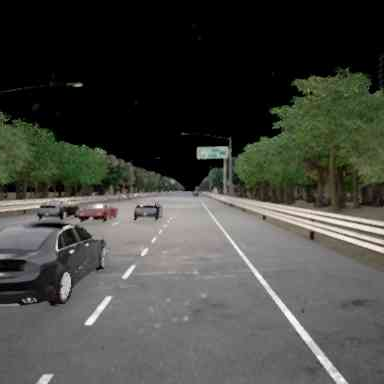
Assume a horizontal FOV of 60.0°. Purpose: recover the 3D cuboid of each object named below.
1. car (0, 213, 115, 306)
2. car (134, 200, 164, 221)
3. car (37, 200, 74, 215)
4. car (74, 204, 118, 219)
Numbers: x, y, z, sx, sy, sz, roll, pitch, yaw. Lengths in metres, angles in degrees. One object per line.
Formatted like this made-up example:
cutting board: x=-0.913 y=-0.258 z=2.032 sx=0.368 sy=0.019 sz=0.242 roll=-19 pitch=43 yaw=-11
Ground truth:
car: x=-3.395 y=1.476 z=7.943 sx=1.837 sy=1.490 sz=4.892 roll=0 pitch=0 yaw=0
car: x=-3.357 y=1.398 z=26.180 sx=2.128 sy=1.511 sz=4.902 roll=0 pitch=0 yaw=0
car: x=-10.356 y=1.397 z=26.157 sx=2.128 sy=1.511 sz=4.902 roll=0 pitch=0 yaw=0
car: x=-6.861 y=1.511 z=24.864 sx=1.895 sy=1.301 sz=4.718 roll=0 pitch=0 yaw=0
